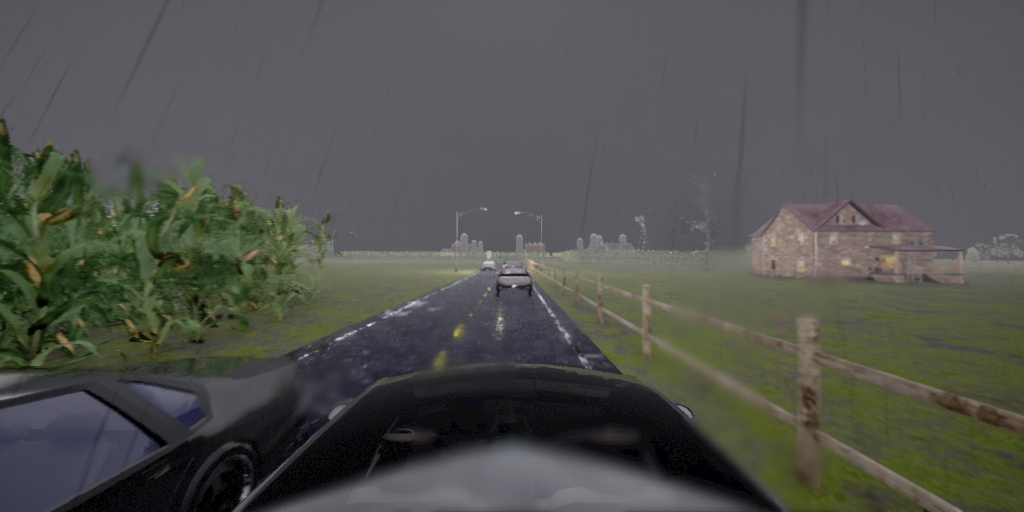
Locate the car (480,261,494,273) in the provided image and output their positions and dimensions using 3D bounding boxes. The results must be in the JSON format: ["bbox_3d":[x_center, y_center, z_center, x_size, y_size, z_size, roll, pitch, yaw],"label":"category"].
[{"bbox_3d":[-2.821,1.270,44.044,2.033,1.411,5.357,0,0,0],"label":"car"}]

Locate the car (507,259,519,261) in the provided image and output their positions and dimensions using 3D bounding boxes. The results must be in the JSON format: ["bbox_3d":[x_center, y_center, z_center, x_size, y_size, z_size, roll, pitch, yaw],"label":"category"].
[{"bbox_3d":[0.109,1.081,38.602,2.097,1.767,4.553,0,0,0],"label":"car"}]

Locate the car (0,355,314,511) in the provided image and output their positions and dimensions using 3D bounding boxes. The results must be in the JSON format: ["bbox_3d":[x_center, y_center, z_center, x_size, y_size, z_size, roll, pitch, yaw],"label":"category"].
[{"bbox_3d":[-2.850,1.298,1.124,2.033,1.411,5.357,0,0,0],"label":"car"}]

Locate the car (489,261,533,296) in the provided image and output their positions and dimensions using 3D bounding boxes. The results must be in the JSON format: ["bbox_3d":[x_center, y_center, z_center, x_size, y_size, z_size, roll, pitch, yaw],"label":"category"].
[{"bbox_3d":[0.106,1.237,19.422,2.128,1.511,4.902,0,0,0],"label":"car"}]
